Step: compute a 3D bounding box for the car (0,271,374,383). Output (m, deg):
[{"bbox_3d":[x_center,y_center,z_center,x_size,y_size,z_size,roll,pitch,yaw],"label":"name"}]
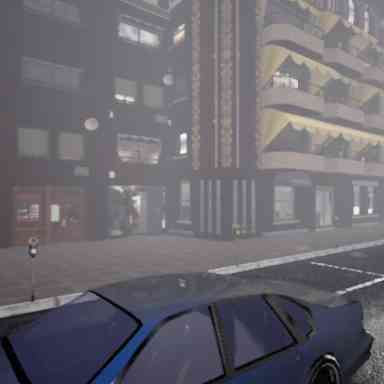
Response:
[{"bbox_3d":[-0.298,1.592,3.155,5.357,1.411,2.033,1,-1,-38],"label":"car"}]
